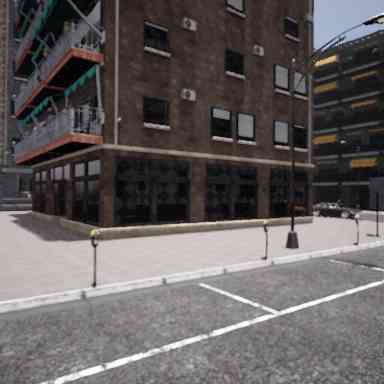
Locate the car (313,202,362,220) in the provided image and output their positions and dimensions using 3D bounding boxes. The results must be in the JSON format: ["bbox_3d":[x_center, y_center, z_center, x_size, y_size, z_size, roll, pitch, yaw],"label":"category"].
[{"bbox_3d":[12.258,1.592,28.519,2.008,1.369,4.403,2,0,-36],"label":"car"}]
